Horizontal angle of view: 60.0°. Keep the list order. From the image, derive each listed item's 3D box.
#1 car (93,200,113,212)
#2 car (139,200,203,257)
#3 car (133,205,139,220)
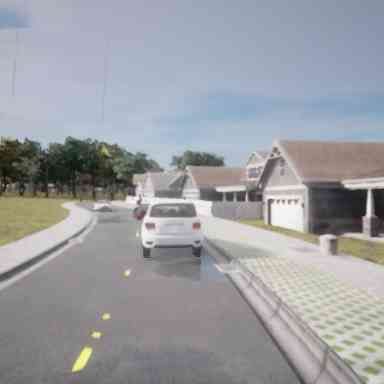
[{"bbox_3d":[-11.439,1.744,42.456,1.812,1.442,4.674,0,0,-22],"label":"car"},{"bbox_3d":[-0.928,1.328,13.713,2.150,2.045,5.566,0,-1,-7],"label":"car"},{"bbox_3d":[-4.240,1.765,30.214,1.994,1.385,4.181,0,0,-15],"label":"car"}]
